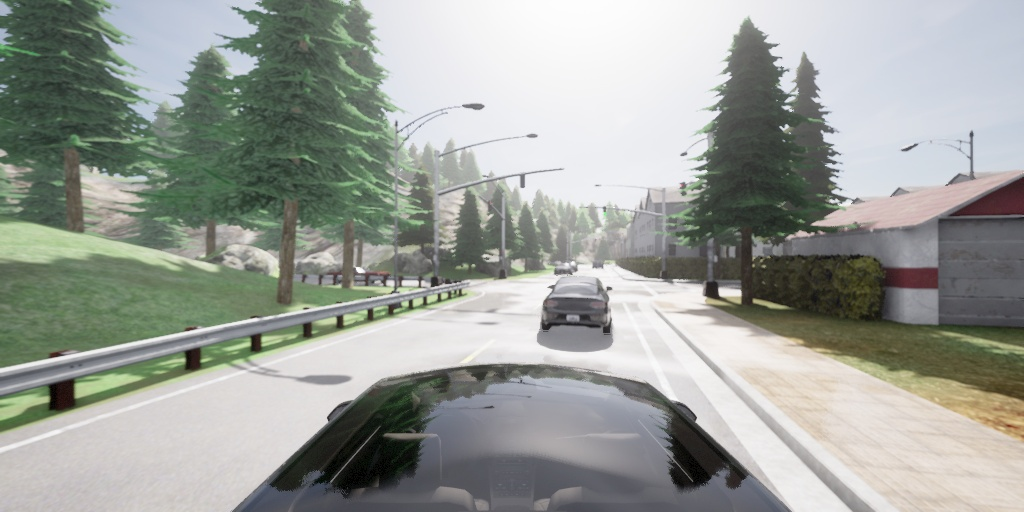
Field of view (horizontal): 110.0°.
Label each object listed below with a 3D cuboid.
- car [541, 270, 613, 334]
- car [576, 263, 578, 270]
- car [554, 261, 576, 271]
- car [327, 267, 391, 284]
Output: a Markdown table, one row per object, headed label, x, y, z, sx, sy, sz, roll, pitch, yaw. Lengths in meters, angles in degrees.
| label | x | y | z | sx | sy | sz | roll | pitch | yaw |
| --- | --- | --- | --- | --- | --- | --- | --- | --- | --- |
| car | 2.025 | 1.334 | 10.862 | 1.812 | 1.442 | 4.674 | 0 | 0 | 14 |
| car | 8.679 | 1.562 | 52.725 | 2.128 | 1.511 | 4.902 | 0 | 0 | 14 |
| car | 6.229 | 1.571 | 42.974 | 1.994 | 1.385 | 4.181 | 0 | 0 | 14 |
| car | -11.960 | 1.495 | 28.261 | 4.718 | 1.301 | 1.895 | 0 | 0 | 14 |
